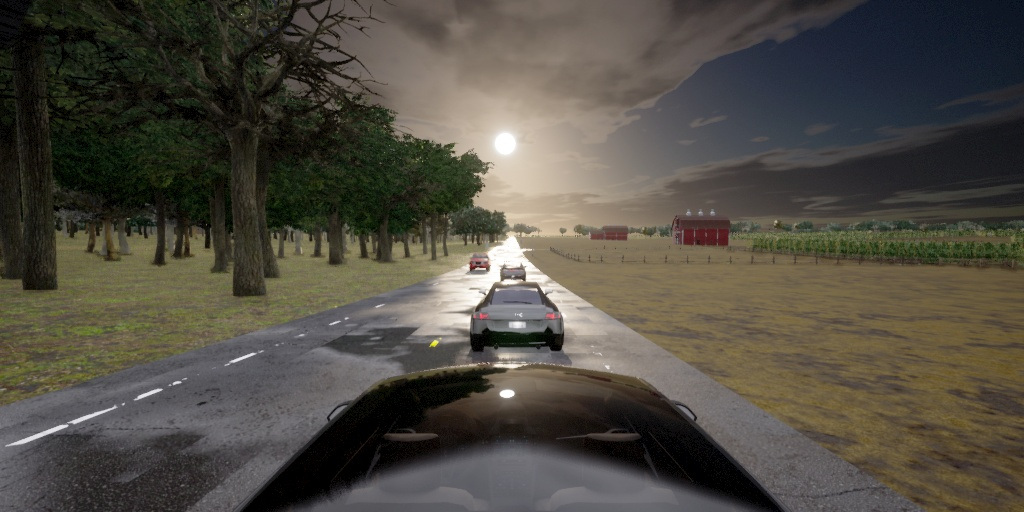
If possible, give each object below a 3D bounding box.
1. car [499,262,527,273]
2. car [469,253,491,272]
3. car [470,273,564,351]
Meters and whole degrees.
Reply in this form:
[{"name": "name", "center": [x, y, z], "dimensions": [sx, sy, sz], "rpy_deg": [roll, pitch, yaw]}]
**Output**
[{"name": "car", "center": [0.074, 1.165, 26.659], "dimensions": [2.128, 1.511, 4.902], "rpy_deg": [0, 1, 0]}, {"name": "car", "center": [-3.638, 0.669, 41.333], "dimensions": [2.150, 2.045, 5.566], "rpy_deg": [0, 1, 0]}, {"name": "car", "center": [0.093, 1.307, 8.972], "dimensions": [1.994, 1.385, 4.181], "rpy_deg": [0, 0, 0]}]
